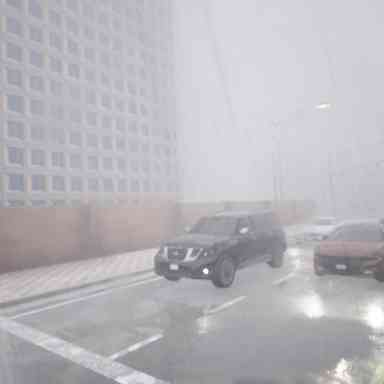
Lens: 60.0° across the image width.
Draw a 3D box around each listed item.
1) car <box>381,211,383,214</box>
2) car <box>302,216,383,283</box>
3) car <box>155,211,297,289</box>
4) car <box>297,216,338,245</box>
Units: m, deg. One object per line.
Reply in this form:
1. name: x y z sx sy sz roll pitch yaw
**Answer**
1. car: 12.686 1.612 19.555 2.150 2.045 5.566 -4 -3 40
2. car: 5.599 1.774 10.938 1.882 1.535 5.008 -4 -3 39
3. car: 1.253 1.707 11.183 2.150 2.045 5.566 -4 -3 39
4. car: 7.383 2.093 18.603 1.812 1.442 4.674 -4 -3 39
